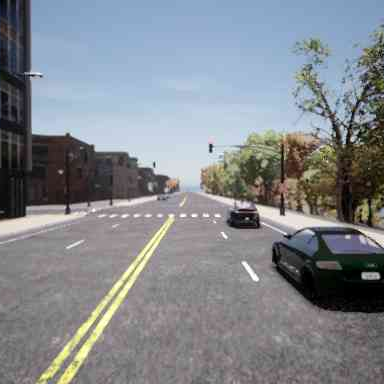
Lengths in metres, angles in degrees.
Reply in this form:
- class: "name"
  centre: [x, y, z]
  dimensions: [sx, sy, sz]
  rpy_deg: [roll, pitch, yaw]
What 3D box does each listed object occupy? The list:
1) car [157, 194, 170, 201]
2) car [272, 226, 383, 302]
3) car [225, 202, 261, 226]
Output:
- class: "car"
  centre: [-6.611, 1.204, 72.357]
  dimensions: [2.128, 1.511, 4.902]
  rpy_deg: [0, 0, 0]
- class: "car"
  centre: [3.345, 1.526, 8.231]
  dimensions: [1.994, 1.385, 4.181]
  rpy_deg: [0, 0, 0]
- class: "car"
  centre: [3.333, 1.390, 22.144]
  dimensions: [2.128, 1.511, 4.902]
  rpy_deg: [0, 0, 2]
